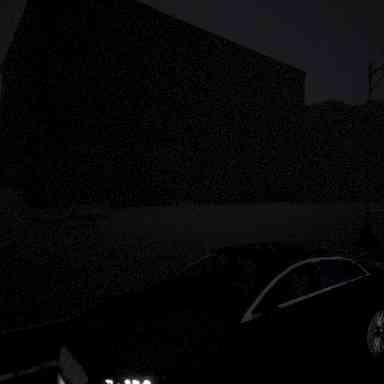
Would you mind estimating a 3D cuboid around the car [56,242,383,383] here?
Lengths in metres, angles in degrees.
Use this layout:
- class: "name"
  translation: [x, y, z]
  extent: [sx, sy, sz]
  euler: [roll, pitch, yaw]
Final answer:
- class: "car"
  translation: [0.854, 1.491, 4.377]
  extent: [4.902, 1.511, 2.128]
  euler: [0, 0, -36]
